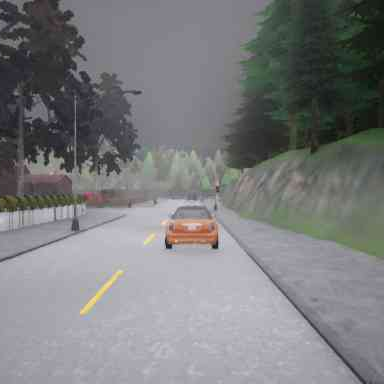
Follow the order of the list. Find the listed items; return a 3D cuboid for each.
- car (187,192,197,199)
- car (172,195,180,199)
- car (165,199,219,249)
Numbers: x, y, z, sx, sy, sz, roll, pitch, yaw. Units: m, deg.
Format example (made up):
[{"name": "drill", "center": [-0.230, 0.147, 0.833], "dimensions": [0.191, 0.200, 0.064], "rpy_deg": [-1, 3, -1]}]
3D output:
[{"name": "car", "center": [0.000, 1.136, 82.267], "dimensions": [2.150, 2.045, 5.566], "rpy_deg": [0, 0, 0]}, {"name": "car", "center": [-4.000, 1.517, 83.988], "dimensions": [1.994, 1.385, 4.181], "rpy_deg": [0, 0, 0]}, {"name": "car", "center": [0.000, 1.364, 14.620], "dimensions": [2.097, 1.767, 4.553], "rpy_deg": [0, 0, 0]}]
